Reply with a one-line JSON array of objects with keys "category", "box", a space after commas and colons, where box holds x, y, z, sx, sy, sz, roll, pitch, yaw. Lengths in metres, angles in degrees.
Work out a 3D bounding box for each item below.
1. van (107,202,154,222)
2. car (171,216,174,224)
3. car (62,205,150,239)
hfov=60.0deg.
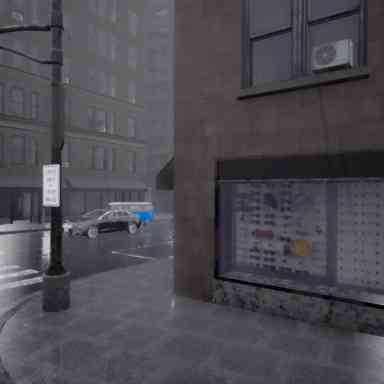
[{"category": "van", "box": [-4.536, 1.636, 24.198, 1.690, 1.788, 3.998, -1, -1, 35]}, {"category": "car", "box": [0.231, 1.947, 26.477, 1.994, 1.385, 4.181, 0, -1, 36]}, {"category": "car", "box": [-5.026, 1.727, 19.015, 2.128, 1.511, 4.902, 0, -1, 35]}]
